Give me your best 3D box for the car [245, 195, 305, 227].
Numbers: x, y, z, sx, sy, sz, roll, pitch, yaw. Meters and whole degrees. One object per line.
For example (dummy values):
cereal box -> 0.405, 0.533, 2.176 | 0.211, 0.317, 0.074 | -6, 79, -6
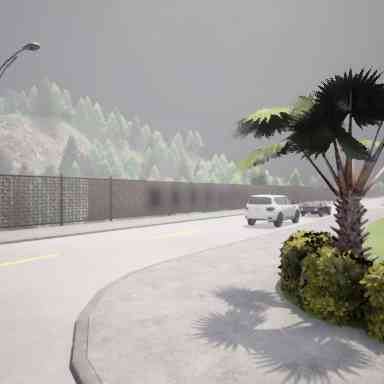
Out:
car -> 5.660, 1.222, 23.040 | 2.150, 2.045, 5.566 | 0, 0, 36

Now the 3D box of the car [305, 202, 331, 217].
car -> 11.779, 1.602, 31.592 | 1.895, 1.301, 4.718 | 0, 0, 35
